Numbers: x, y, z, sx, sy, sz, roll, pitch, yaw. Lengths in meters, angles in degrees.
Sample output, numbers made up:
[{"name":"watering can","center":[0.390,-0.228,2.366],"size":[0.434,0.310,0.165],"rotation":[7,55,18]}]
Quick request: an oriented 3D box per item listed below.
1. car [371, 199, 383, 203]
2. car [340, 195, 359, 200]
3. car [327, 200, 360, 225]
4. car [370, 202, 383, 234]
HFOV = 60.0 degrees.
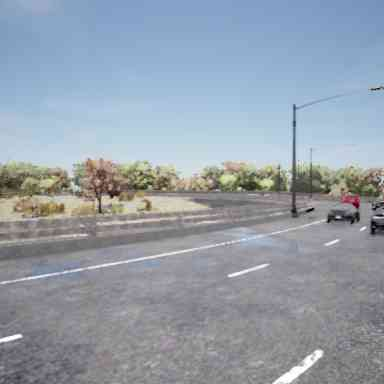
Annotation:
[{"name":"car","center":[24.712,1.672,43.464],"size":[1.837,1.490,4.892],"rotation":[1,0,21]},{"name":"car","center":[22.434,1.379,47.215],"size":[2.150,2.045,5.566],"rotation":[0,0,20]},{"name":"car","center":[11.548,1.607,25.253],"size":[1.812,1.442,4.674],"rotation":[0,0,33]},{"name":"car","center":[11.487,1.568,18.994],"size":[2.128,1.511,4.902],"rotation":[0,0,36]}]
